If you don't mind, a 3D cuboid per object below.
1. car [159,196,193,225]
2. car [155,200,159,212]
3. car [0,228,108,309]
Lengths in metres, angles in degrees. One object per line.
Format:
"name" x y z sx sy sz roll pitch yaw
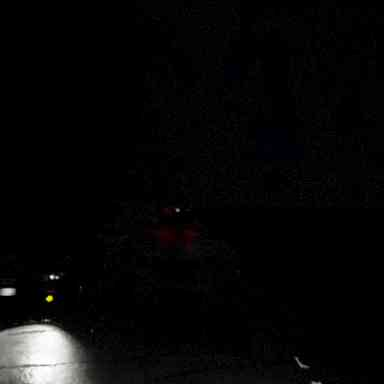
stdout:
"car" -1.196 1.292 24.584 2.150 2.045 5.566 0 0 -5
"car" -3.646 1.666 42.855 1.882 1.535 5.008 0 0 -9
"car" -3.307 1.575 7.837 1.994 1.385 4.181 0 0 -2
